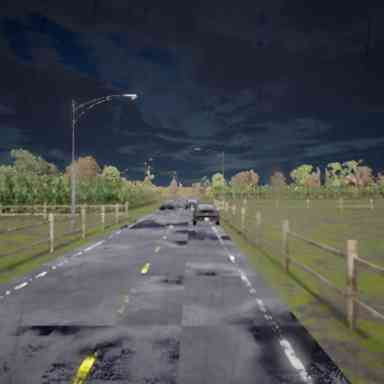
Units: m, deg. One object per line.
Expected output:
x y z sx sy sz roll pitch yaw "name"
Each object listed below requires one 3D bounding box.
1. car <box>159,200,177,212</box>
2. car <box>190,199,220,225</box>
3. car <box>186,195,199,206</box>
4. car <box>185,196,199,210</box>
-2.824 1.658 39.270 1.895 1.301 4.718 0 0 0 "car"
0.973 1.544 24.340 1.837 1.490 4.892 0 0 0 "car"
0.027 1.419 56.218 2.097 1.767 4.553 0 0 0 "car"
0.045 1.587 44.866 1.812 1.442 4.674 0 0 1 "car"
